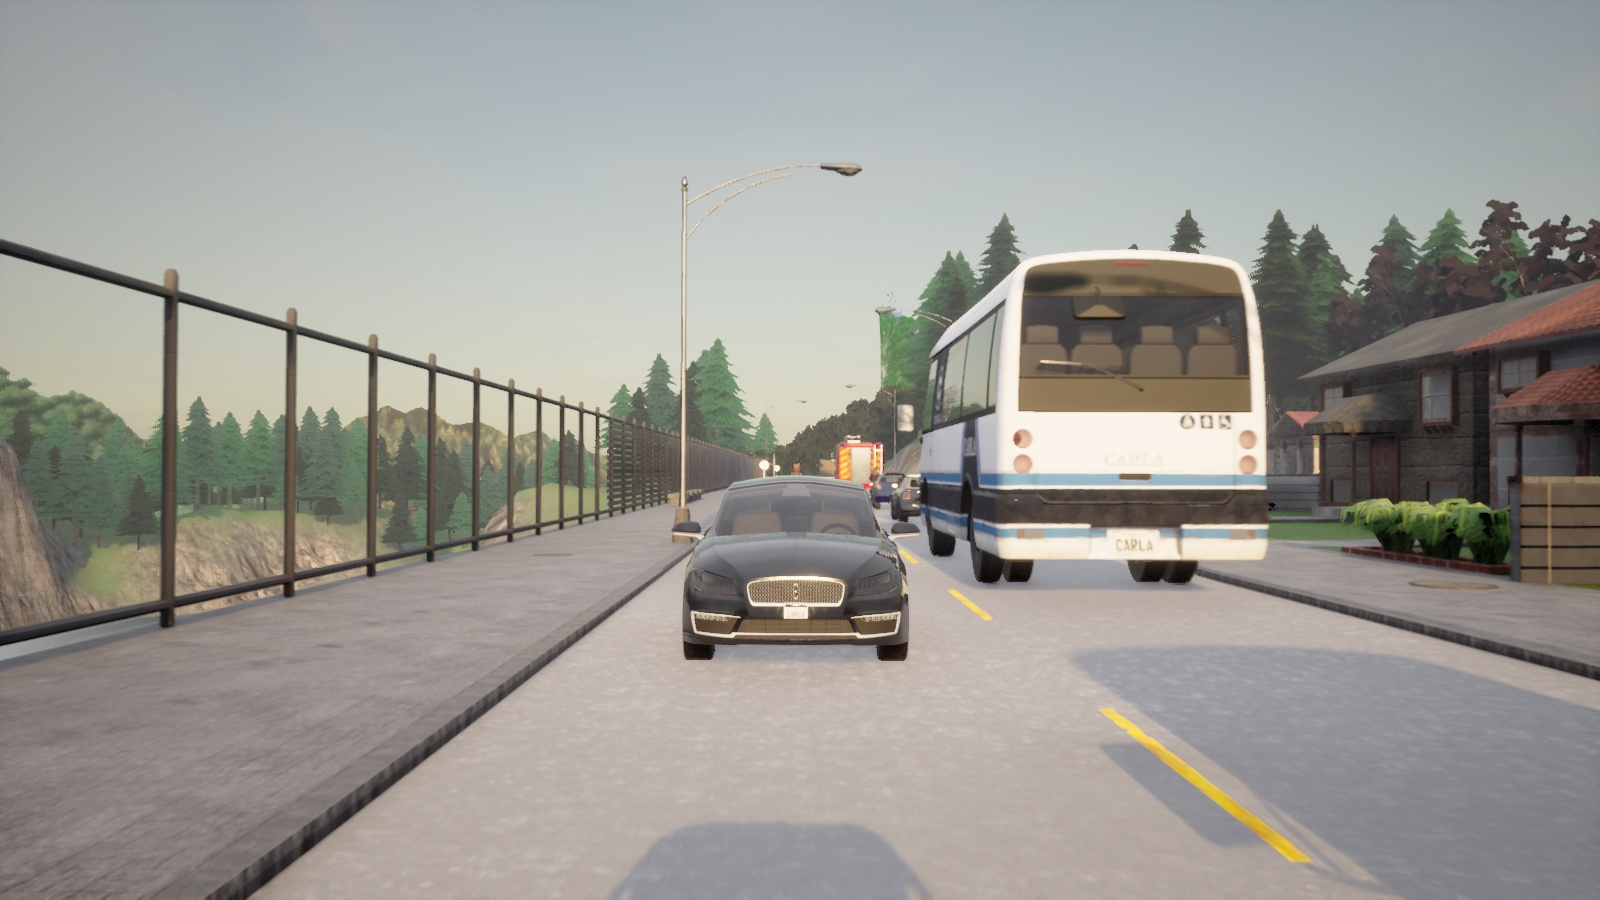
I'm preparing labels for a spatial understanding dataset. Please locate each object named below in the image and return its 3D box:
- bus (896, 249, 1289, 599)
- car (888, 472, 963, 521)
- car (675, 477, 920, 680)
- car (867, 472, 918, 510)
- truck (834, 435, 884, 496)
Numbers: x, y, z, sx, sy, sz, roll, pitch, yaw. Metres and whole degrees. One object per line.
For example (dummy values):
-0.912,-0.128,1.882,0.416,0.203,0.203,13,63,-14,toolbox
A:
3.945,-0.236,20.412,3.944,4.253,10.273,0,-1,0,bus
3.904,1.429,39.680,1.970,1.475,3.806,0,-1,0,car
-0.029,1.019,11.888,1.837,1.490,4.892,0,-1,0,car
3.872,1.699,52.936,1.845,1.501,3.633,0,-1,0,car
3.801,1.022,82.896,2.891,3.827,8.468,0,-1,0,truck
